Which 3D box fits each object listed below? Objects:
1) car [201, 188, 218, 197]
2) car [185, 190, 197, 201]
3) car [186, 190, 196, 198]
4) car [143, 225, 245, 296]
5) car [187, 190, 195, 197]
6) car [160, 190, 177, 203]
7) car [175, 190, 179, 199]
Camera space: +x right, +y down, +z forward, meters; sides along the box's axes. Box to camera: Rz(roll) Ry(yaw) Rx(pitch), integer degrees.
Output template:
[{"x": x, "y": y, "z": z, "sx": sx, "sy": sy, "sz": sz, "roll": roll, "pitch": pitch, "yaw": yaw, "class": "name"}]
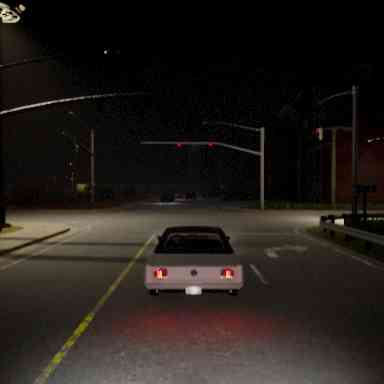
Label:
[{"x": 3.950, "y": 0.163, "z": 72.892, "sx": 1.905, "sy": 1.878, "sz": 3.866, "roll": -8, "pitch": 4, "yaw": -42, "class": "car"}, {"x": -0.166, "y": 0.736, "z": 57.117, "sx": 1.837, "sy": 1.490, "sz": 4.892, "roll": 0, "pitch": 1, "yaw": 0, "class": "car"}, {"x": -0.207, "y": 0.397, "z": 71.111, "sx": 2.097, "sy": 1.767, "sz": 4.553, "roll": 0, "pitch": 1, "yaw": 0, "class": "car"}, {"x": 0.043, "y": 1.487, "z": 8.321, "sx": 1.895, "sy": 1.301, "sz": 4.718, "roll": 0, "pitch": 1, "yaw": 0, "class": "car"}, {"x": -0.234, "y": 0.360, "z": 80.340, "sx": 2.033, "sy": 1.411, "sz": 5.357, "roll": 0, "pitch": 1, "yaw": 0, "class": "car"}, {"x": -3.727, "y": 0.848, "z": 50.295, "sx": 1.812, "sy": 1.442, "sz": 4.674, "roll": 0, "pitch": 1, "yaw": 0, "class": "car"}, {"x": -3.717, "y": 0.440, "z": 66.789, "sx": 2.097, "sy": 1.767, "sz": 4.553, "roll": -1, "pitch": 1, "yaw": 0, "class": "car"}]
